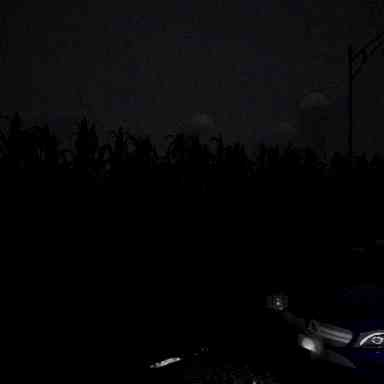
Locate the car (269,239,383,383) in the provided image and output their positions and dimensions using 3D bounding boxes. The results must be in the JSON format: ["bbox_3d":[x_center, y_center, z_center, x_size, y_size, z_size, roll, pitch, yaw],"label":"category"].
[{"bbox_3d":[3.277,1.530,5.273,4.674,1.442,1.812,0,0,-35],"label":"car"}]
